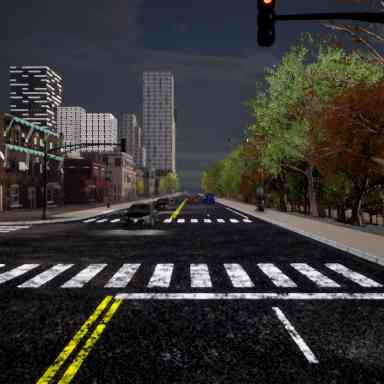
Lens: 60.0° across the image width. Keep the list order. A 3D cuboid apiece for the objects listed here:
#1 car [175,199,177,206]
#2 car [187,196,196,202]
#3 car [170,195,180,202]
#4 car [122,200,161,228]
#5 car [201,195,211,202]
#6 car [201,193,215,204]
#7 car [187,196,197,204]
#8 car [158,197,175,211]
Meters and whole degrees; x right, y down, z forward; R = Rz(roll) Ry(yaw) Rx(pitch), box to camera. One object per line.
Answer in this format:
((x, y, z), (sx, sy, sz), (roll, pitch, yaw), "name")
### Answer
((-3.453, 1.480, 52.298), (2.128, 1.511, 4.902), (0, 0, 0), "car")
((-0.154, 1.534, 74.149), (1.994, 1.385, 4.181), (0, 0, 0), "car")
((-3.396, 1.296, 68.303), (1.895, 1.301, 4.718), (0, 0, 0), "car")
((-3.398, 1.504, 22.361), (1.837, 1.490, 4.892), (0, -1, 0), "car")
((3.090, 1.458, 74.391), (1.882, 1.535, 5.008), (0, 0, 0), "car")
((3.216, 1.206, 63.816), (2.150, 2.045, 5.566), (0, 0, 0), "car")
((-0.027, 1.548, 64.197), (1.994, 1.385, 4.181), (0, 0, -1), "car")
((-3.435, 1.498, 40.176), (1.837, 1.490, 4.892), (0, 0, 0), "car")
